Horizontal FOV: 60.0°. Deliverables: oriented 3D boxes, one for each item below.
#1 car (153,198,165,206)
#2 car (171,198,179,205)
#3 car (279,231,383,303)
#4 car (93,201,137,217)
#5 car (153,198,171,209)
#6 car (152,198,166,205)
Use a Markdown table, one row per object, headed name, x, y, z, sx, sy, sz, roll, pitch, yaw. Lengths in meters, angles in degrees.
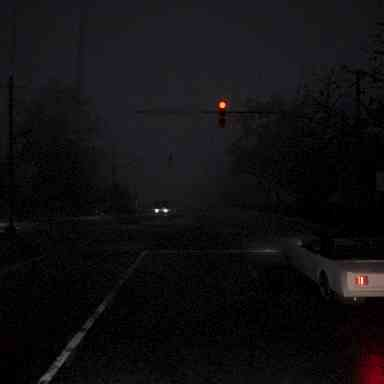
| name | x | y | z | sx | sy | sz | roll | pitch | yaw |
| --- | --- | --- | --- | --- | --- | --- | --- | --- | --- |
| car | -6.330 | 1.937 | 63.210 | 1.837 | 1.490 | 4.892 | 0 | -1 | -10 |
| car | -5.056 | 2.126 | 73.620 | 1.882 | 1.535 | 5.008 | 0 | -1 | -19 |
| car | 3.587 | 1.601 | 8.152 | 1.895 | 1.301 | 4.718 | 0 | 0 | 0 |
| car | -7.356 | 1.576 | 31.937 | 1.994 | 1.385 | 4.181 | 0 | 0 | 42 |
| car | -4.408 | 1.692 | 47.642 | 1.994 | 1.385 | 4.181 | 0 | -1 | -5 |
| car | -8.289 | 2.388 | 82.951 | 2.128 | 1.511 | 4.902 | 0 | -1 | -25 |
